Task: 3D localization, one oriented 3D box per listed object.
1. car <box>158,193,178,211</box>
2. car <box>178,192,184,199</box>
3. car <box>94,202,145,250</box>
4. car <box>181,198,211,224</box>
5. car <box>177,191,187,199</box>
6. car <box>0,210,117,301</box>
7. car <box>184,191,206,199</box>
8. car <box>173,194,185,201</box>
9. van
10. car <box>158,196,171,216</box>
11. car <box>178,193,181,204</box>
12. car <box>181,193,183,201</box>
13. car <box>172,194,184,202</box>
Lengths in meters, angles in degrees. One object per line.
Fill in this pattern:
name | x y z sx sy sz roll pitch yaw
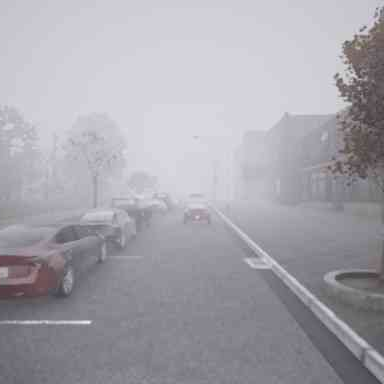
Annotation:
car | -3.252 1.100 37.341 2.435 2.045 5.566 0 0 1
car | -2.943 1.245 63.024 1.946 1.575 5.366 0 0 3
car | -3.526 1.416 13.942 2.231 1.521 4.892 0 1 -1
car | 0.336 1.417 23.433 1.812 1.442 4.674 0 0 0
car | -2.641 0.884 89.454 2.435 2.045 5.566 0 0 3
car | -3.592 1.470 8.432 2.163 1.488 4.792 0 1 -1
car | 0.535 1.046 40.177 2.150 2.045 5.566 0 1 1
car | -2.811 1.227 74.961 2.231 1.521 4.892 0 0 3
van | -3.454 1.188 19.626 1.878 1.987 4.442 0 0 3
car | -3.331 1.406 30.597 2.002 1.452 4.674 0 0 1
car | -3.135 1.285 47.225 2.097 1.535 5.008 0 0 3
car | -3.071 1.279 52.773 2.097 1.535 5.008 0 0 3
car | -2.876 1.242 69.406 2.097 1.535 5.008 0 1 3
